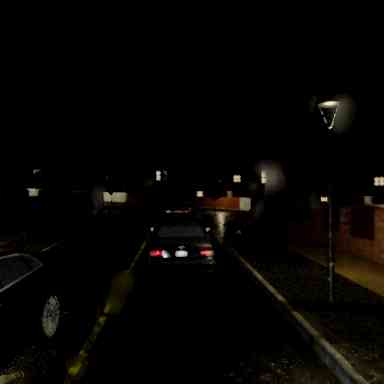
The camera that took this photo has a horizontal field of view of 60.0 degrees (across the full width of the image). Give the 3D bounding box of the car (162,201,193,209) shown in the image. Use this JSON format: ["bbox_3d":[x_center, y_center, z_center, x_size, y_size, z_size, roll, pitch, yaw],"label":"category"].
[{"bbox_3d":[-0.959,1.376,22.233,2.128,1.511,4.902,0,0,-3],"label":"car"}]

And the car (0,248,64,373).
[{"bbox_3d":[-2.994,1.477,3.643,2.128,1.511,4.902,0,0,-2],"label":"car"}]

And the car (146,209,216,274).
[{"bbox_3d":[-0.366,1.498,10.401,2.033,1.411,5.357,0,0,-3],"label":"car"}]
